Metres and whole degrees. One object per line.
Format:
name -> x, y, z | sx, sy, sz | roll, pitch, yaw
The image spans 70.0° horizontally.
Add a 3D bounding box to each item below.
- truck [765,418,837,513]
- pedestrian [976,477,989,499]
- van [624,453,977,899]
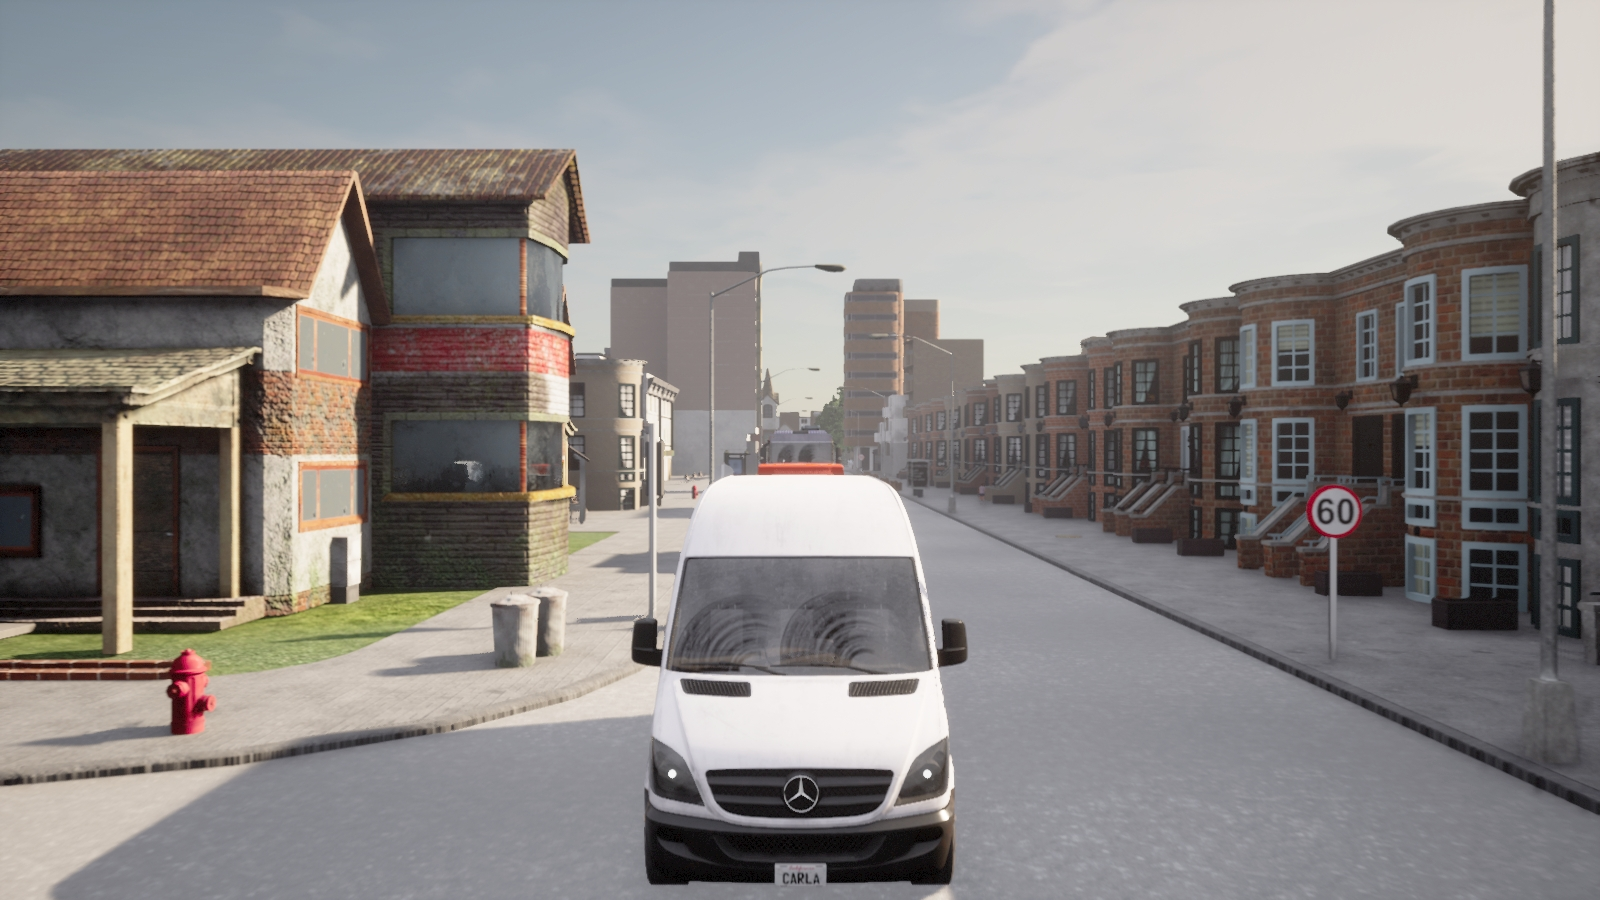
truck -> 0.030, 0.658, 50.237 | 2.891, 3.827, 8.468 | 0, -1, 0
pedestrian -> 9.063, 1.896, 56.773 | 0.500, 1.100, 0.500 | 0, 0, -7
van -> 0.004, 1.313, 9.389 | 1.988, 2.561, 5.915 | 0, 0, 0
